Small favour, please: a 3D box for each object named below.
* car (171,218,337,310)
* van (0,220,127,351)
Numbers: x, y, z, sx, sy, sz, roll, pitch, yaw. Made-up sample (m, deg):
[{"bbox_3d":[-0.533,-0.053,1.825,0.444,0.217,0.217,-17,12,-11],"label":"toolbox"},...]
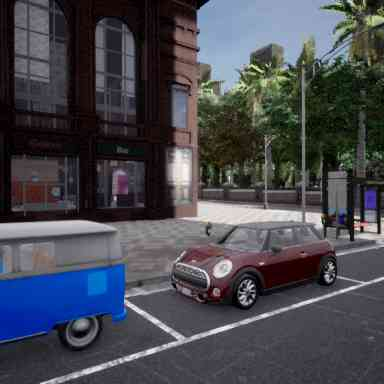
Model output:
[{"bbox_3d":[1.509,1.439,7.729,4.097,1.590,1.967,0,0,-35],"label":"car"},{"bbox_3d":[-2.909,1.341,4.579,3.998,1.788,1.690,0,0,-35],"label":"van"}]
